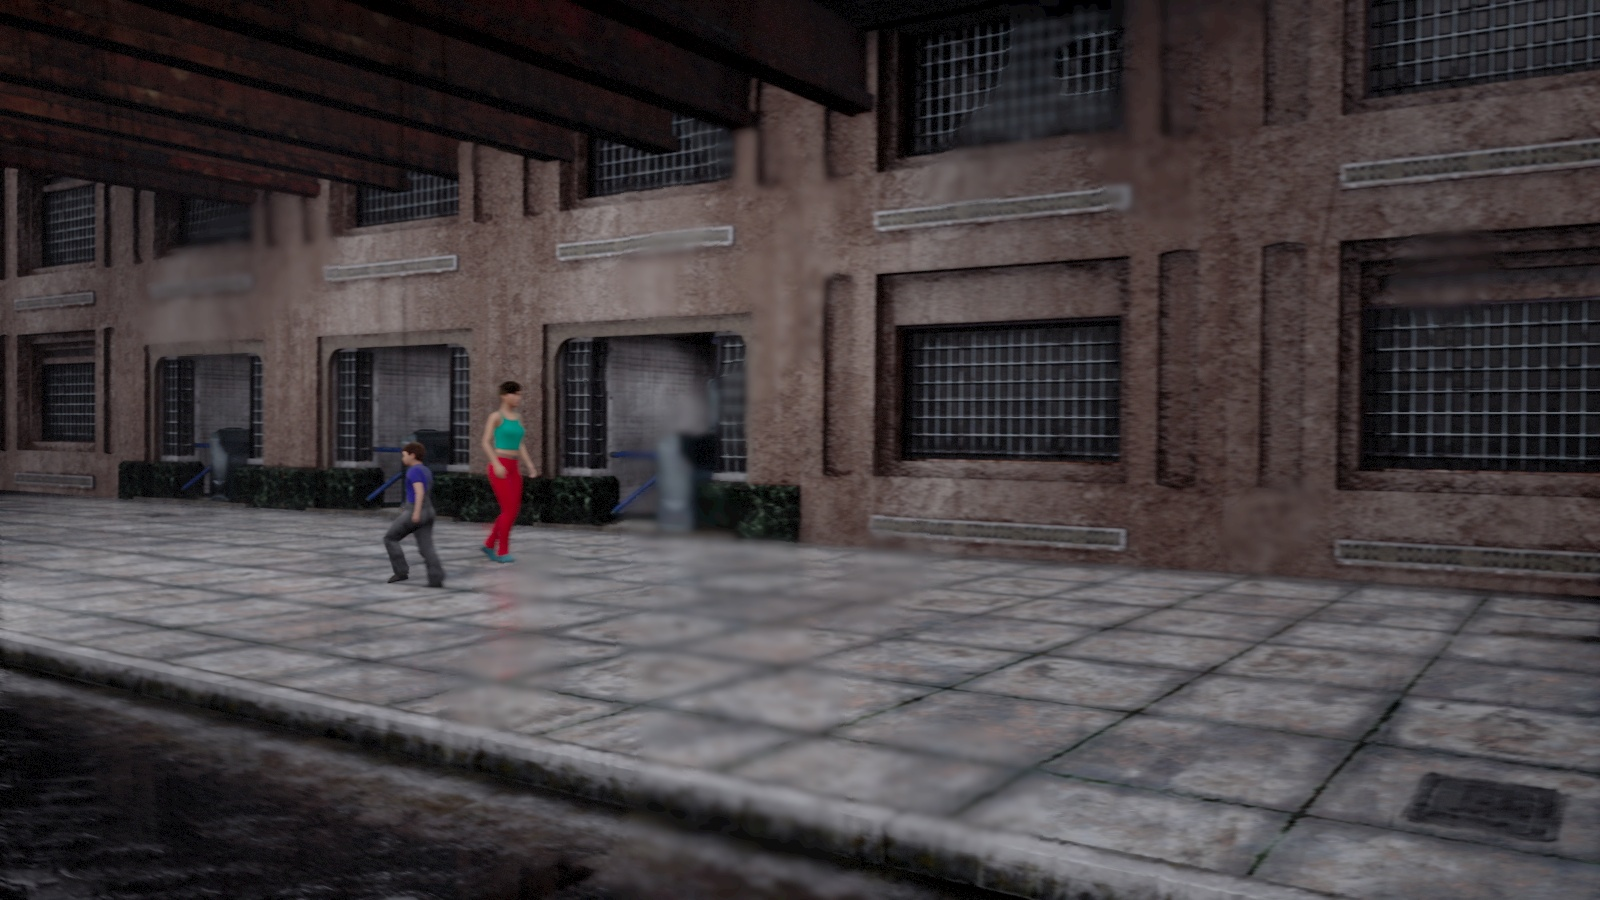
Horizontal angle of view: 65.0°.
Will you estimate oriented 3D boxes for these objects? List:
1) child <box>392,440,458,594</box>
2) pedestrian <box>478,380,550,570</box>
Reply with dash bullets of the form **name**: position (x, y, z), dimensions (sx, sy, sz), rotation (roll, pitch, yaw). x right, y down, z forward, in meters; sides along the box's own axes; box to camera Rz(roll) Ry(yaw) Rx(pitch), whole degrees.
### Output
- **child**: position (-3.125, 0.553, 10.486), dimensions (0.437, 1.263, 0.270), rotation (0, 1, 10)
- **pedestrian**: position (-2.825, 0.244, 12.409), dimensions (0.594, 1.836, 0.345), rotation (0, 1, 26)
